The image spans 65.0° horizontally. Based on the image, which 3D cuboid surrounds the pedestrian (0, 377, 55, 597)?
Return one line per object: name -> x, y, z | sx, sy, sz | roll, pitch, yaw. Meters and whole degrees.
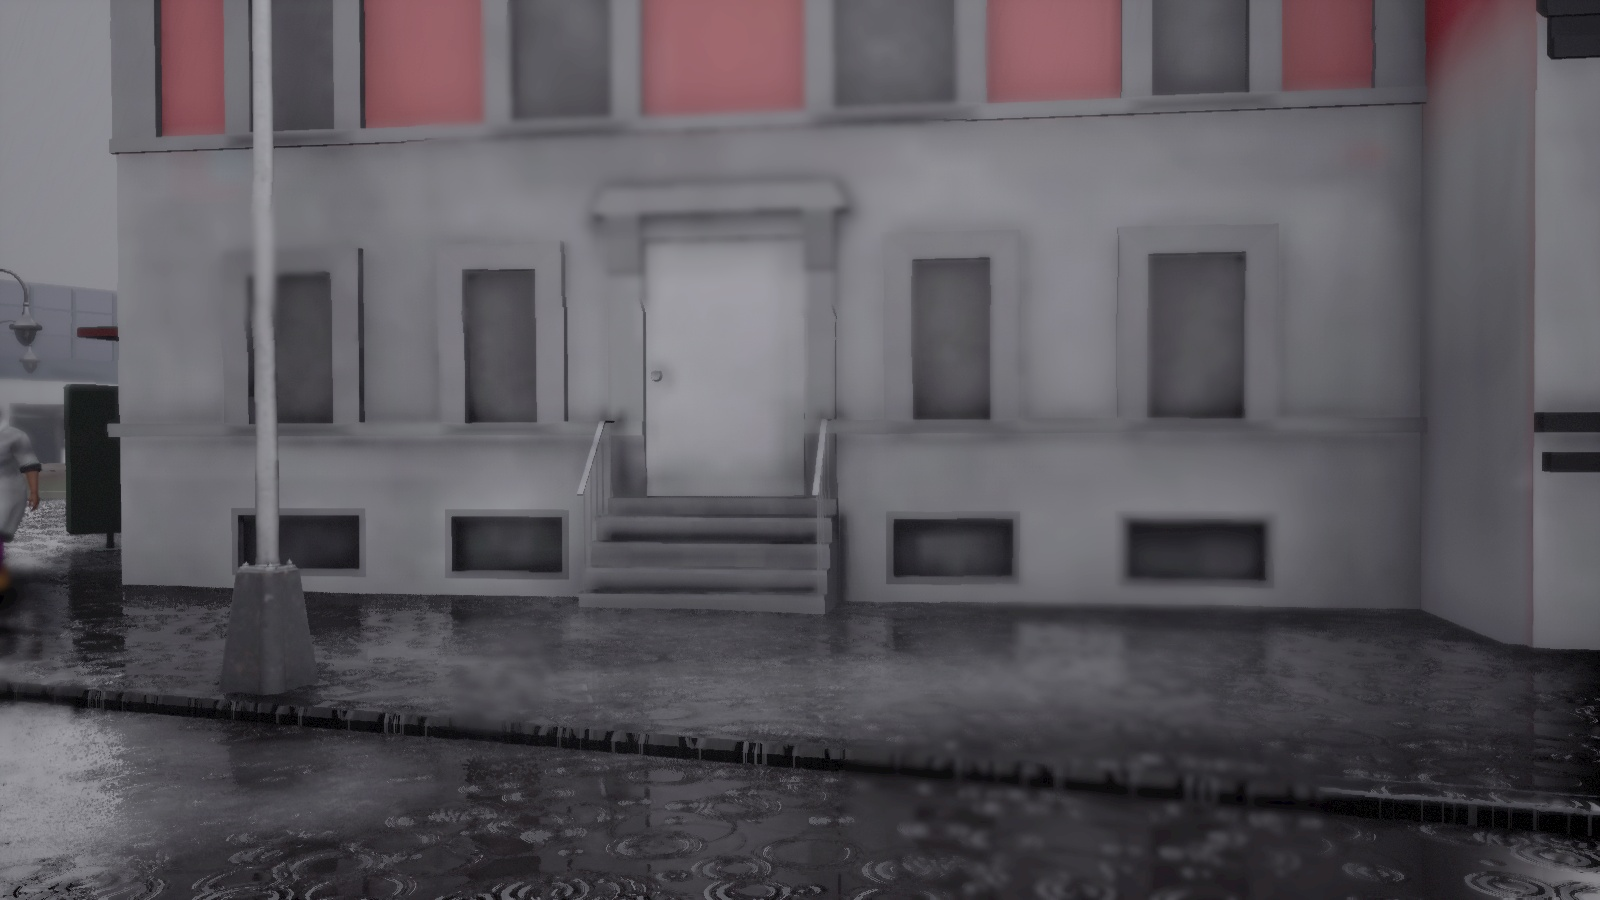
pedestrian -> -7.432, 0.323, 11.575 | 0.659, 1.952, 0.873 | 0, 1, -6
